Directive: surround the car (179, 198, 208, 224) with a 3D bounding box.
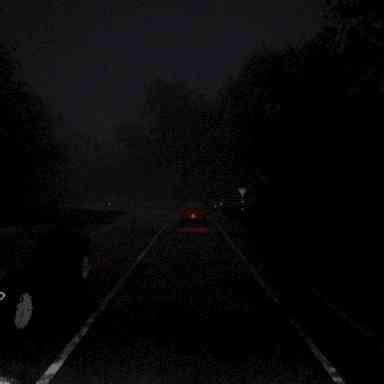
[{"bbox_3d":[0.073,1.449,24.185,1.882,1.535,5.008,0,-1,0],"label":"car"}]

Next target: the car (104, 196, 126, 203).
[{"bbox_3d":[-14.780,1.449,64.298,1.812,1.442,4.674,0,0,37],"label":"car"}]

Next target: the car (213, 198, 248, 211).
[{"bbox_3d":[4.732,1.477,40.431,4.674,1.442,1.812,0,-1,-32],"label":"car"}]

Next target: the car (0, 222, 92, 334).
[{"bbox_3d":[-3.607,1.469,6.922,1.882,1.535,5.008,0,0,0],"label":"car"}]

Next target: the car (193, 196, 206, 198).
[{"bbox_3d":[1.298,1.467,71.064,4.181,1.385,1.994,0,0,9],"label":"car"}]
